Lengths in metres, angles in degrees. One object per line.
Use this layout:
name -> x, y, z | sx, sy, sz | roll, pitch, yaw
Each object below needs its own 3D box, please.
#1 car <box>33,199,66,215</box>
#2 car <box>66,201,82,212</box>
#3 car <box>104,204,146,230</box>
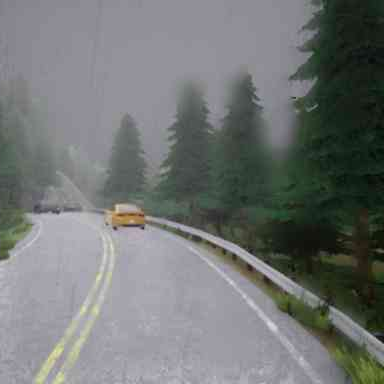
car -> -13.720, 1.393, 31.277 | 2.033, 1.411, 5.357 | 2, -2, -32
car -> -15.266, 1.911, 42.951 | 1.994, 1.385, 4.181 | 1, -4, -17
car -> -4.335, 1.501, 21.162 | 1.882, 1.535, 5.008 | 2, -1, -22
